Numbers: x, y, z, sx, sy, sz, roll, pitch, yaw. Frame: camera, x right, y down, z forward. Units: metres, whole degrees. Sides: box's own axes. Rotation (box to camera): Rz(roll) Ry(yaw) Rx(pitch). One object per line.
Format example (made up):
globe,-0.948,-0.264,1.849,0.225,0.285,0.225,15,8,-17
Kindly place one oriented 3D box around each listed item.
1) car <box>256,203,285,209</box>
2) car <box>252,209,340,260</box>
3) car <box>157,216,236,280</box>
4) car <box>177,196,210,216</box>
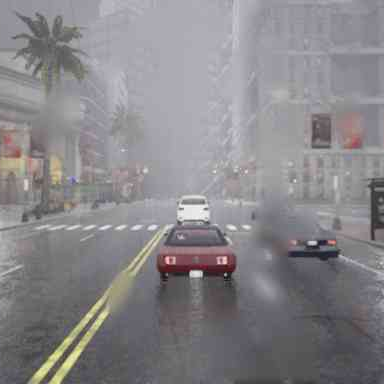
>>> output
car,6.580,1.635,27.676,1.994,1.385,4.181,0,0,33
car,3.602,1.580,12.472,2.033,1.411,5.357,0,0,0
car,0.102,1.627,9.986,1.895,1.301,4.718,0,0,0
car,0.101,1.285,24.186,2.150,2.045,5.566,0,0,0
